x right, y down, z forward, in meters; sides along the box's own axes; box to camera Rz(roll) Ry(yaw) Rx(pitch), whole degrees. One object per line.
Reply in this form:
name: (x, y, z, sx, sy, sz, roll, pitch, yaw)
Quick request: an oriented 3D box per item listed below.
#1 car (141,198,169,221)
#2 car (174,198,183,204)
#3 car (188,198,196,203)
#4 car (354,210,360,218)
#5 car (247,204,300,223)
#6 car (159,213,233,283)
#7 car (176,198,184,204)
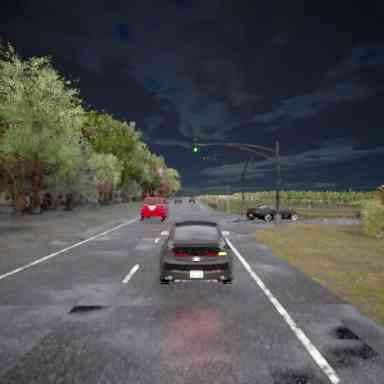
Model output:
car: (-3.397, 1.542, 30.953, 2.150, 2.045, 5.566, 0, 0, 0)
car: (-3.490, 2.349, 84.245, 1.837, 1.490, 4.892, 0, -1, 0)
car: (0.011, 2.434, 92.977, 1.837, 1.490, 4.892, 0, -1, 0)
car: (19.232, 2.087, 33.892, 5.008, 1.535, 1.882, 1, -2, 0)
car: (7.080, 1.810, 28.771, 5.008, 1.535, 1.882, 1, -4, -29)
car: (0.102, 1.610, 9.927, 1.837, 1.490, 4.892, 0, 0, 0)
car: (-3.489, 2.476, 94.645, 2.128, 1.511, 4.902, 0, -1, 0)
